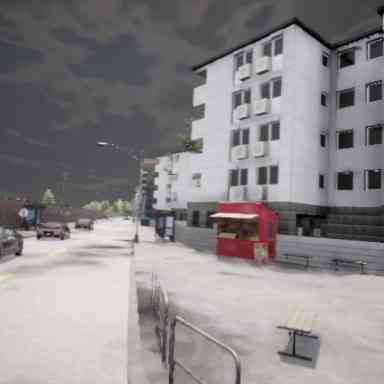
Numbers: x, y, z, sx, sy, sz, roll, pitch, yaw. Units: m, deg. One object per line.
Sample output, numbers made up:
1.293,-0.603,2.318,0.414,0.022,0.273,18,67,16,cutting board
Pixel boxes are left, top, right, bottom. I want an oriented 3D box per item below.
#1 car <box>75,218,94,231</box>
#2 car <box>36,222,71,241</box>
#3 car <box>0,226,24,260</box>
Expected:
-14.049,4.171,43.569,1.882,1.535,5.008,4,-5,-10,car
-11.131,3.109,26.956,1.994,1.385,4.181,4,-5,-10,car
-8.885,2.227,14.681,1.812,1.442,4.674,4,-5,-10,car
